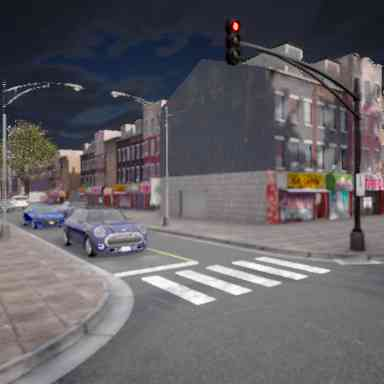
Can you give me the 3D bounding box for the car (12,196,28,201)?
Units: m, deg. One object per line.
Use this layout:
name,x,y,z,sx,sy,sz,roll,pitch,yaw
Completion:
car,-25.765,1.626,49.496,2.150,2.045,5.566,0,0,-36

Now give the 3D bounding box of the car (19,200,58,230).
car,-10.012,1.588,22.342,1.882,1.535,5.008,0,1,-35

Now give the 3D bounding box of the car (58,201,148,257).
car,-3.579,1.386,13.326,2.097,1.767,4.553,0,0,-35

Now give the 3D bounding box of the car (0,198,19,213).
car,-23.304,1.821,41.112,2.128,1.511,4.902,0,-1,-35
